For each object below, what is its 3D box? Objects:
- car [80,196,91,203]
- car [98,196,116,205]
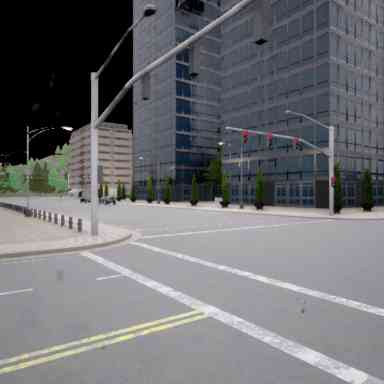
[{"bbox_3d":[-20.626,1.492,65.703,2.033,1.411,5.357,0,0,-33],"label":"car"},{"bbox_3d":[-14.661,1.449,57.188,1.837,1.490,4.892,0,0,-35],"label":"car"}]
